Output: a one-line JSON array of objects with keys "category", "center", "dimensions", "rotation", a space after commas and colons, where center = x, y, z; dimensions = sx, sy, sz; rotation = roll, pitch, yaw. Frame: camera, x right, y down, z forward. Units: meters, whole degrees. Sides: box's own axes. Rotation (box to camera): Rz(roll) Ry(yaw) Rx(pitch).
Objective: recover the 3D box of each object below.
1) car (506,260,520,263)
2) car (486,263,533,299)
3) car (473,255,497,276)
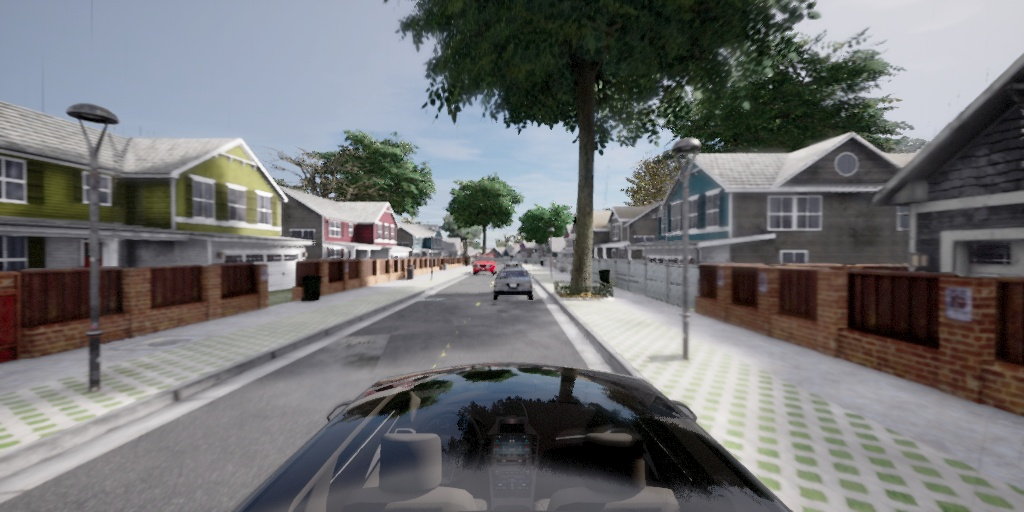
[{"category": "car", "center": [0.065, 1.189, 36.668], "dimensions": [2.128, 1.511, 4.902], "rotation": [0, 0, 0]}, {"category": "car", "center": [0.058, 1.266, 17.612], "dimensions": [2.033, 1.411, 5.357], "rotation": [0, 0, 0]}, {"category": "car", "center": [-2.778, 0.921, 37.189], "dimensions": [2.150, 2.045, 5.566], "rotation": [0, 0, 0]}]
